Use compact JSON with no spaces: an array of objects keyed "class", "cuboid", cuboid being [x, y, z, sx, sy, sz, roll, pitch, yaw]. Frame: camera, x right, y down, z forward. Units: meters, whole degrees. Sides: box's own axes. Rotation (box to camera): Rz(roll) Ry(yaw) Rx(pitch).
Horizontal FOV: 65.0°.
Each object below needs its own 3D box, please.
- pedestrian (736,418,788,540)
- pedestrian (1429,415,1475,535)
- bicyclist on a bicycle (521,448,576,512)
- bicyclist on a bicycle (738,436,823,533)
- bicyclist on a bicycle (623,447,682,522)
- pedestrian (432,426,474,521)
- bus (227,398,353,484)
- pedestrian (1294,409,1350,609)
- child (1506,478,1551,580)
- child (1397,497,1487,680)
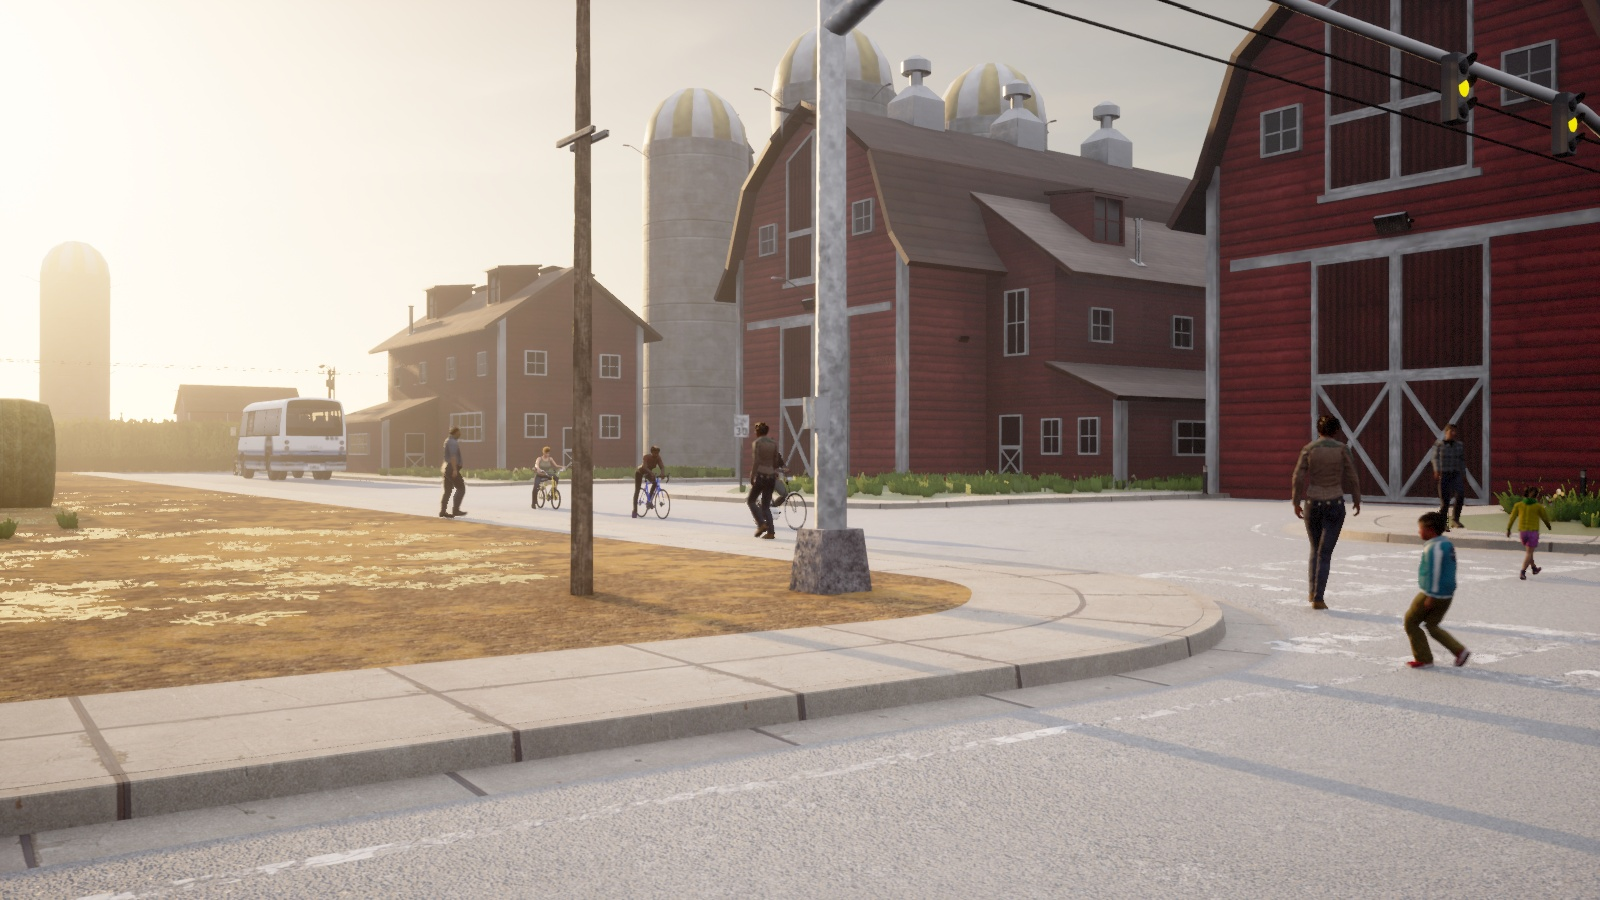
[{"class":"pedestrian","cuboid":[-0.582,0.428,19.052,0.328,1.805,0.869,0,0,-40]},{"class":"pedestrian","cuboid":[10.769,0.404,20.755,0.423,1.949,0.788,0,0,8]},{"class":"bicyclist on a bicycle","cuboid":[-6.515,0.748,32.483,0.866,1.612,1.509,0,0,-36]},{"class":"bicyclist on a bicycle","cuboid":[-0.399,0.641,24.027,0.659,1.776,1.843,-1,0,-36]},{"class":"bicyclist on a bicycle","cuboid":[-3.312,0.747,28.056,0.582,1.620,1.656,0,0,-36]},{"class":"pedestrian","cuboid":[-6.854,0.455,24.791,0.694,1.848,0.540,0,0,-28]},{"class":"bus","cuboid":[-27.607,-0.434,67.605,3.944,4.253,10.273,0,0,-36]},{"class":"pedestrian","cuboid":[4.893,0.532,11.749,0.328,1.805,0.869,0,0,33]},{"class":"child","cuboid":[8.578,0.918,14.783,0.473,1.160,0.299,0,0,-39]},{"class":"child","cuboid":[4.390,0.929,8.589,0.343,1.192,0.448,0,0,-42]}]
